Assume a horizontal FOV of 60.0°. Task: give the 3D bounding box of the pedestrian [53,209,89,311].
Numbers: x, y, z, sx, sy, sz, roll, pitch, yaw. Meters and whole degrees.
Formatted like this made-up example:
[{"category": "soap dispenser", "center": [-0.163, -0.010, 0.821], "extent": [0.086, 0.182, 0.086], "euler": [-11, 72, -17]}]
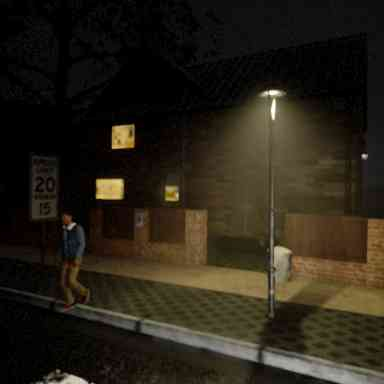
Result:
[{"category": "pedestrian", "center": [-2.139, 1.133, 5.915], "extent": [0.375, 1.860, 0.375], "euler": [1, 1, 28]}]
